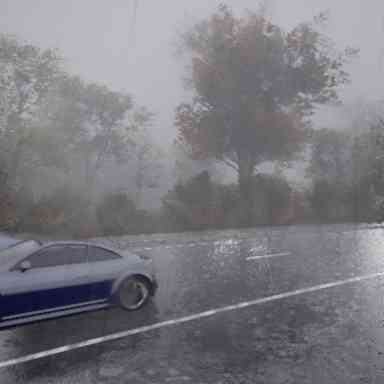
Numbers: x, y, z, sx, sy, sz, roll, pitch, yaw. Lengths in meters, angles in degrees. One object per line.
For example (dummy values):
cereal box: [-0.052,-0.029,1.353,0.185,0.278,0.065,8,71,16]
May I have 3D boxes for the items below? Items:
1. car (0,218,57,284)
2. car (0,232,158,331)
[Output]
car: [-6.329,1.501,8.010,5.357,1.411,2.033,0,0,-35]
car: [-2.751,1.543,6.162,4.181,1.385,1.994,0,0,-34]
